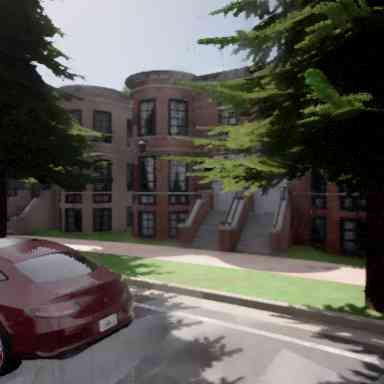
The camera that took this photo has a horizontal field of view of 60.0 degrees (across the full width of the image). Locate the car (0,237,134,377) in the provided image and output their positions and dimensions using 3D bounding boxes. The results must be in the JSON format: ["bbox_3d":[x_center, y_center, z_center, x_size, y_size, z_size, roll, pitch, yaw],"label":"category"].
[{"bbox_3d":[-3.073,1.482,5.353,4.674,1.442,1.812,0,0,29],"label":"car"}]
